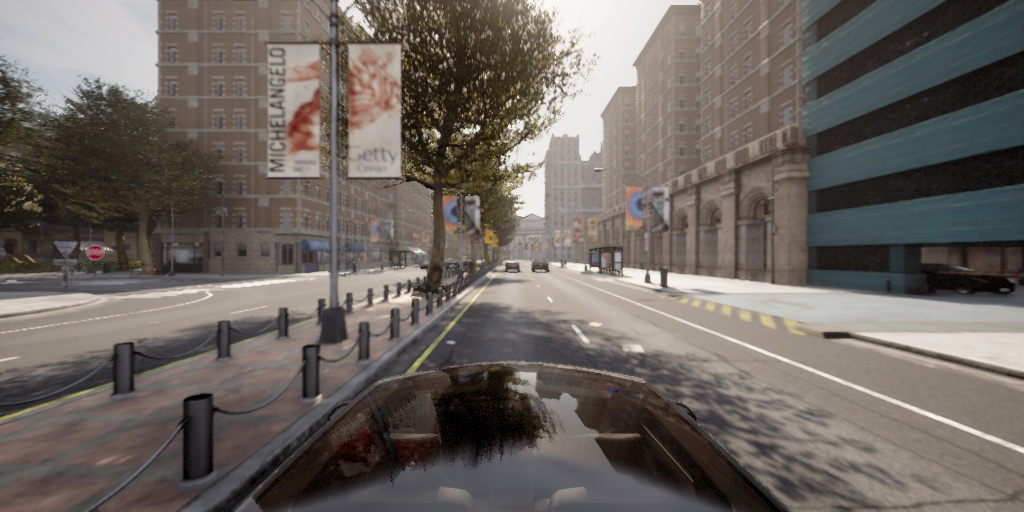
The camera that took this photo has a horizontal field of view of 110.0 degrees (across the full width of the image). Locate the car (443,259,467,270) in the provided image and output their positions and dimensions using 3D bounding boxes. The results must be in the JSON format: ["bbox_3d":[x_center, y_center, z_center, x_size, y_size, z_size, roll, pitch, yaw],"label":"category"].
[{"bbox_3d":[-8.086,1.243,50.754,2.128,1.511,4.902,0,0,0],"label":"car"}]

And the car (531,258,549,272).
[{"bbox_3d":[3.588,1.104,46.633,2.097,1.767,4.553,0,0,0],"label":"car"}]

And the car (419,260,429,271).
[{"bbox_3d":[-11.584,1.299,50.766,2.033,1.411,5.357,0,0,0],"label":"car"}]

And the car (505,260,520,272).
[{"bbox_3d":[0.087,1.243,47.098,2.128,1.511,4.902,0,0,0],"label":"car"}]
